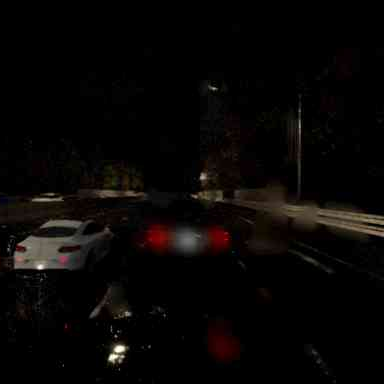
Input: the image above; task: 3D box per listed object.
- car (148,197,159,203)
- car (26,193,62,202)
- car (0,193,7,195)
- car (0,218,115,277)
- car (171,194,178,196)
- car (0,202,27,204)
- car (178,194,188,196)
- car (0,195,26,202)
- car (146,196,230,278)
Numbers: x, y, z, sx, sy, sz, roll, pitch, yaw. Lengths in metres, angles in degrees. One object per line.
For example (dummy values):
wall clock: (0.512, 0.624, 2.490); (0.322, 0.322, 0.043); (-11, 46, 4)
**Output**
car: (-8.626, 1.800, 75.239); (1.994, 1.385, 4.181); (1, 0, -1)
car: (-18.423, 1.199, 42.407); (2.150, 2.045, 5.566); (1, 0, -1)
car: (-25.417, 1.118, 42.212); (2.150, 2.045, 5.566); (1, 0, -1)
car: (-3.636, 1.531, 10.181); (1.812, 1.442, 4.674); (1, 0, -1)
car: (-5.311, 1.862, 83.376); (2.033, 1.411, 5.357); (1, 0, -1)
car: (-7.132, 1.316, 9.915); (2.097, 1.767, 4.553); (1, 0, -1)
car: (-1.638, 1.870, 75.852); (2.033, 1.411, 5.357); (1, 0, -1)
car: (-21.916, 1.465, 41.555); (1.812, 1.442, 4.674); (1, 0, -1)
car: (-0.137, 1.269, 10.474); (2.150, 2.045, 5.566); (1, 0, -1)
